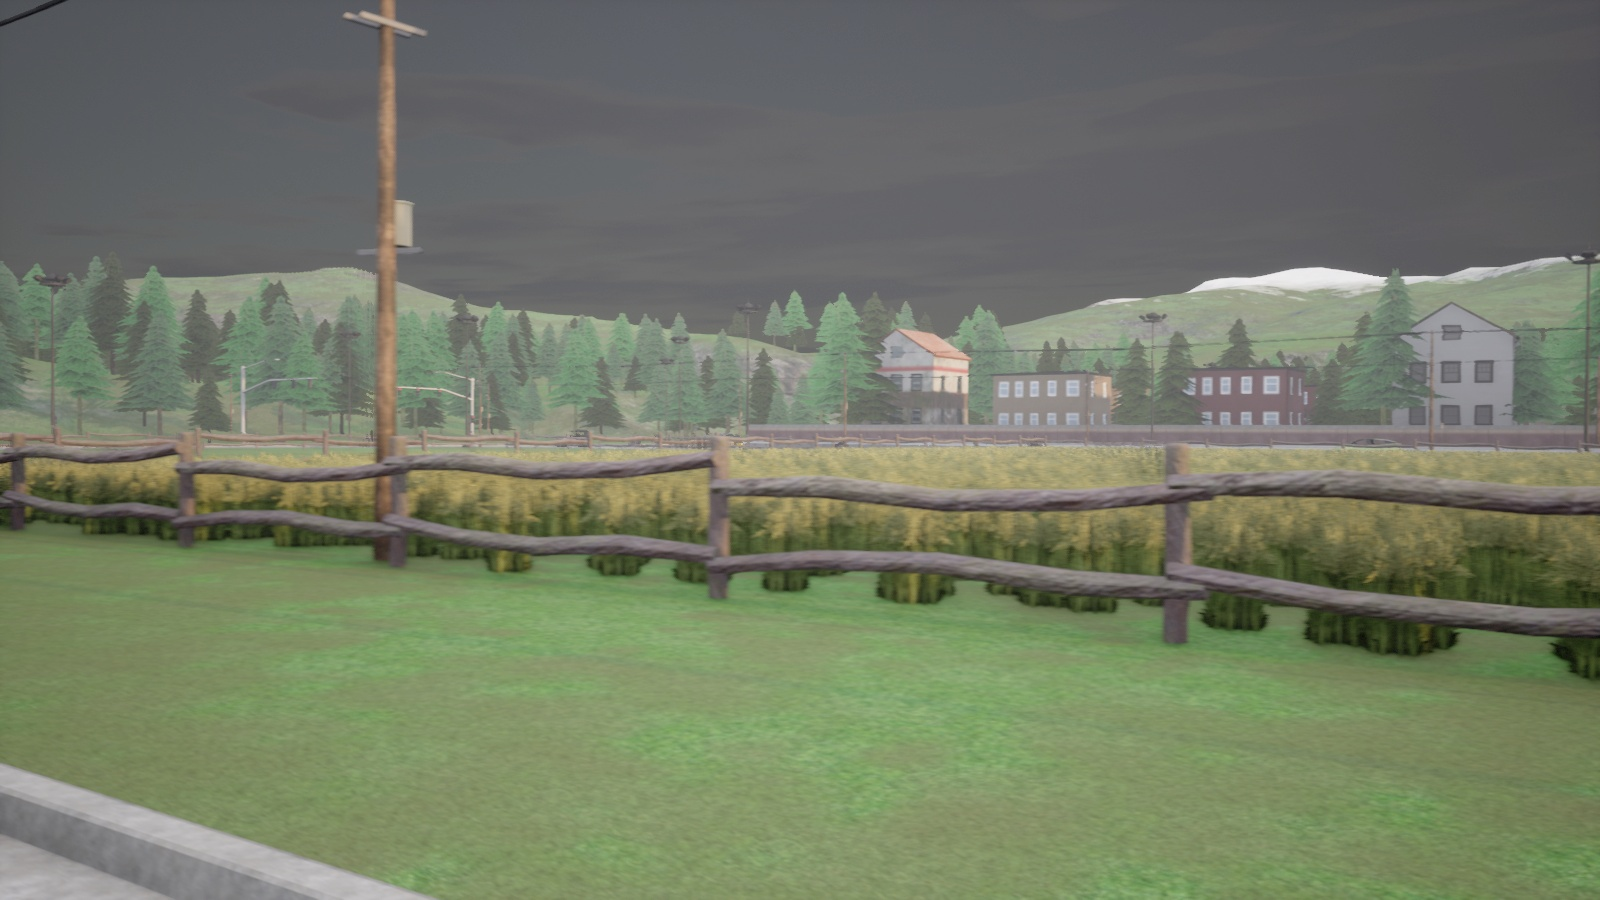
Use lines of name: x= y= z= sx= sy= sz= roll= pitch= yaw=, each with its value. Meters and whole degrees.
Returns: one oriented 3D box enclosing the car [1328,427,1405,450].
car: x=38.579 y=-0.794 z=85.559 sx=4.514 sy=1.525 sz=2.007 roll=0 pitch=1 yaw=34
